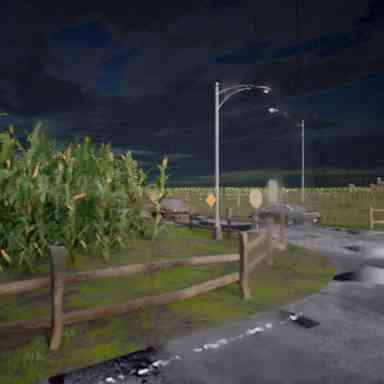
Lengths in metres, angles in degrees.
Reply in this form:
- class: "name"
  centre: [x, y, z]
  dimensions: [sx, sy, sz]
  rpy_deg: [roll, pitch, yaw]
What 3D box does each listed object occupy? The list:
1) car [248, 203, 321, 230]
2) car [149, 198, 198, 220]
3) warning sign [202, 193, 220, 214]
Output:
- class: "car"
  centre: [5.653, 1.429, 20.996]
  dimensions: [2.128, 1.511, 4.902]
  rpy_deg: [0, 0, -34]
- class: "car"
  centre: [-1.524, 1.278, 25.982]
  dimensions: [2.097, 1.767, 4.553]
  rpy_deg: [0, 0, -36]
- class: "warning sign"
  centre: [1.739, 1.009, 30.515]
  dimensions: [1.300, 1.860, 1.060]
  rpy_deg: [-1, 0, -36]
